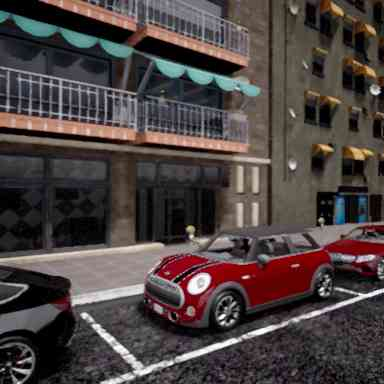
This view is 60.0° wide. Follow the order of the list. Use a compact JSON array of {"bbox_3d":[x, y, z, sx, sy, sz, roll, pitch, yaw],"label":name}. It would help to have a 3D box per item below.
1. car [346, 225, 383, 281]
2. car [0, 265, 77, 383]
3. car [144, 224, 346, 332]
[{"bbox_3d":[5.610,1.679,10.096,4.206,1.307,1.802,1,0,-35],"label":"car"},{"bbox_3d":[-3.501,1.558,3.603,4.313,1.339,1.947,1,0,-35],"label":"car"},{"bbox_3d":[1.055,1.485,6.851,4.097,1.590,1.967,1,0,-35],"label":"car"}]
